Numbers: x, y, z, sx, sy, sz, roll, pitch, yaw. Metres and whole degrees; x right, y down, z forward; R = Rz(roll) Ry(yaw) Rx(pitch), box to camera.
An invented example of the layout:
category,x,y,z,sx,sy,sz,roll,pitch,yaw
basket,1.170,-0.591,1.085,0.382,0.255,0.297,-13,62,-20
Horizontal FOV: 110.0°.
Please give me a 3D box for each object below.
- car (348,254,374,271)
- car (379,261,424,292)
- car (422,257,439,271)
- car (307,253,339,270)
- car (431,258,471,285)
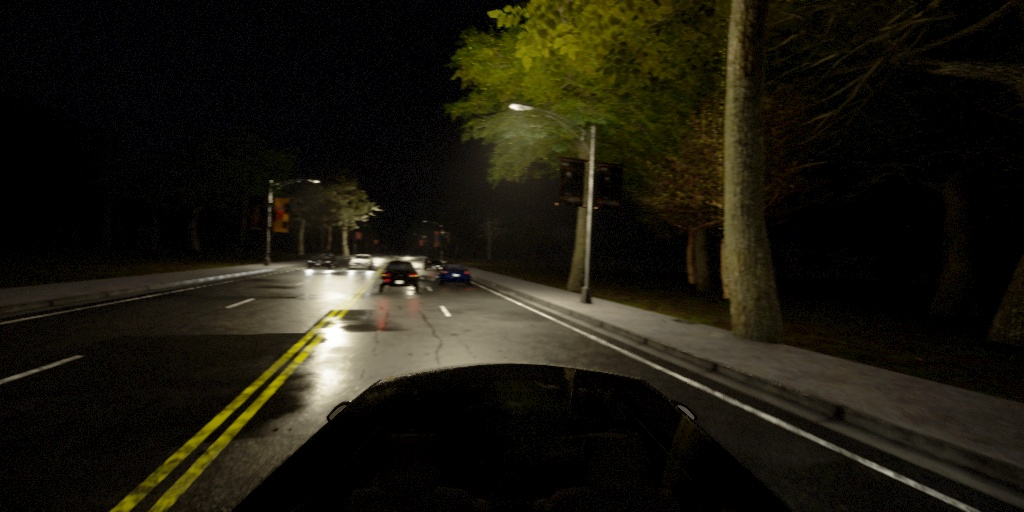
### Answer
category,x,y,z,sx,sy,sz,roll,pitch,yaw
car,-14.128,0.556,33.985,1.812,1.442,4.674,3,0,-17
car,-5.749,0.969,18.375,1.812,1.442,4.674,3,0,-17
car,-8.609,0.784,38.698,1.837,1.490,4.892,3,1,-17
car,-17.109,0.421,32.631,1.812,1.442,4.674,3,0,-17
car,-3.901,1.084,23.332,1.994,1.385,4.181,3,0,-17
